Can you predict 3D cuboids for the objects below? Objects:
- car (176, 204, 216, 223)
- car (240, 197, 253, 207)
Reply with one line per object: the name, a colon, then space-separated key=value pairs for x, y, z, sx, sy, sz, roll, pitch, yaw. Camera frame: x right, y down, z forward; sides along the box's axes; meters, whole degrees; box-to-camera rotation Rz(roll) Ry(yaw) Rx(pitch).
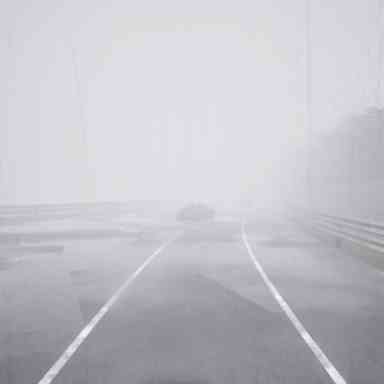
car: x=0.407 y=1.600 z=26.266 sx=1.994 sy=1.385 sz=4.181 roll=0 pitch=0 yaw=25
car: x=8.800 y=1.574 z=53.776 sx=1.882 sy=1.535 sz=5.008 roll=0 pitch=0 yaw=10
